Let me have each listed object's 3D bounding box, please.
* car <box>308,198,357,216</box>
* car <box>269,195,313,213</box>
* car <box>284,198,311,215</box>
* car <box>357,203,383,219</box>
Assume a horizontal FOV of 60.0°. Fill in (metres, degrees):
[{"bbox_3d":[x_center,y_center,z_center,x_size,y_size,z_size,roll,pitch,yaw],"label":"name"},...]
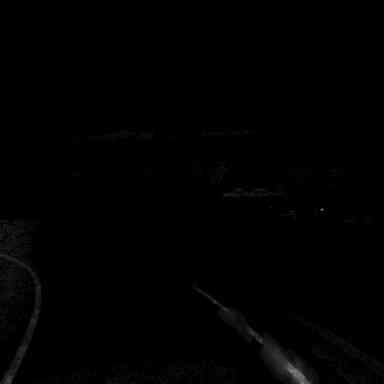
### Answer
[{"bbox_3d":[14.827,1.630,33.803,4.892,1.490,1.837,-1,-1,-12],"label":"car"},{"bbox_3d":[12.170,1.456,40.393,5.566,2.045,2.150,-1,-1,-12],"label":"car"},{"bbox_3d":[13.527,1.728,37.105,5.357,1.411,2.033,-1,-1,-12],"label":"car"},{"bbox_3d":[16.420,1.532,26.989,4.892,1.490,1.837,-1,-1,-12],"label":"car"}]
